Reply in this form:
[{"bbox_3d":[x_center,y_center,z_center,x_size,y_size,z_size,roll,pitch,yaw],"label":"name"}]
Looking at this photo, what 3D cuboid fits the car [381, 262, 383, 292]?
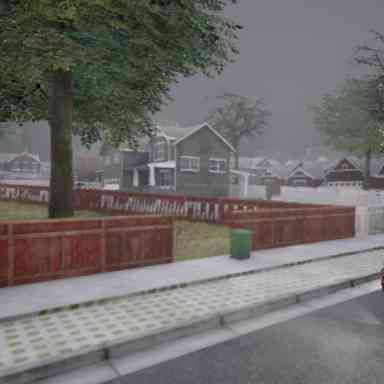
[{"bbox_3d":[6.062,1.469,7.183,5.008,1.535,1.882,0,0,-34],"label":"car"}]
